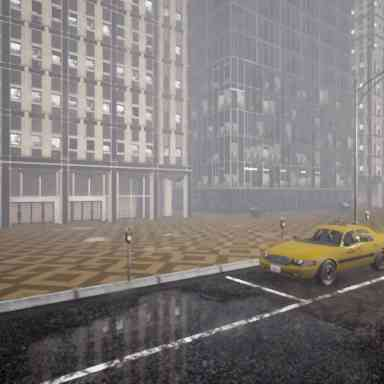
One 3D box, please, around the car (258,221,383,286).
[{"bbox_3d":[3.964,1.523,9.409,4.829,1.417,1.752,0,0,-36],"label":"car"}]
